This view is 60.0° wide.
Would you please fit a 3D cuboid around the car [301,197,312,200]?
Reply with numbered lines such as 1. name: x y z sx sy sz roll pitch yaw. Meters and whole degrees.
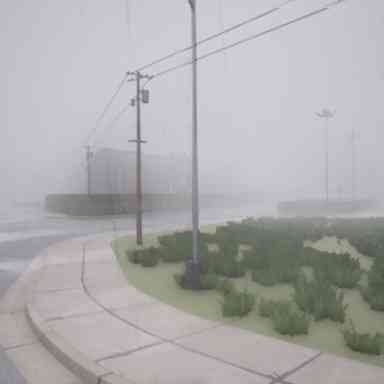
1. car: 21.243 1.680 61.119 2.128 1.511 4.902 -1 0 34
